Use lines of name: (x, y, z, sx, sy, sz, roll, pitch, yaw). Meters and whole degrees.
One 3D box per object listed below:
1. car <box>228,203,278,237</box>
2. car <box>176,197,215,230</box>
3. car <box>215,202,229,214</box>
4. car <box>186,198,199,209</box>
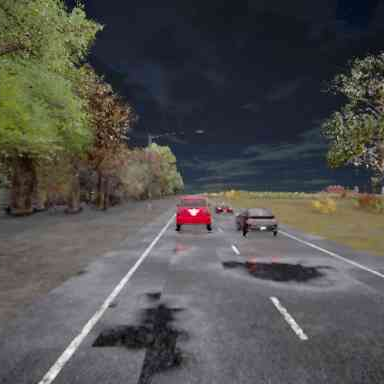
car: (3.539, 1.607, 18.925, 2.128, 1.511, 4.902, 0, 0, 1)
car: (0.098, 1.358, 22.275, 2.150, 2.045, 5.566, 0, 0, 0)
car: (3.585, 1.828, 38.271, 1.895, 1.301, 4.718, 0, 0, 0)
car: (0.096, 1.773, 51.247, 1.882, 1.535, 5.008, 0, 0, 0)
